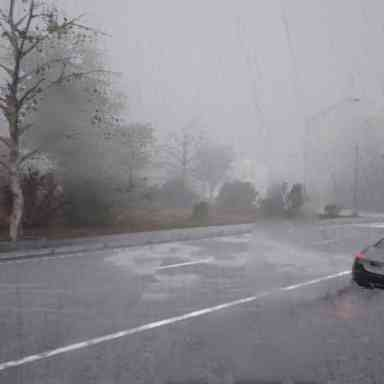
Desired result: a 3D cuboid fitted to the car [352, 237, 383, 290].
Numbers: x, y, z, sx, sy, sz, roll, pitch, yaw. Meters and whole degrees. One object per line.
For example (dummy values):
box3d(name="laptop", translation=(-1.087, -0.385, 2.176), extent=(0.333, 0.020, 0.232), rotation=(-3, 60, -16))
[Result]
box3d(name="car", translation=(5.592, 1.491, 7.732), extent=(4.181, 1.385, 1.994), rotation=(-1, 0, -36))
